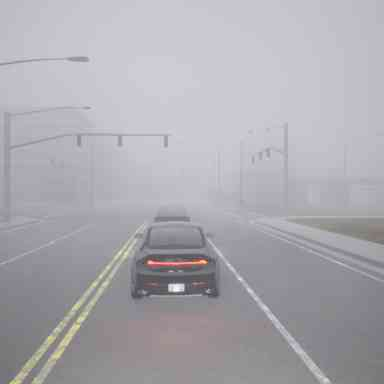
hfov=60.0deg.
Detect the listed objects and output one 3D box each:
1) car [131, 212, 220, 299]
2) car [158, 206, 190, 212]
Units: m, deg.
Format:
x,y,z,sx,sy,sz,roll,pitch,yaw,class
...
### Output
x,y,z,sx,sy,sz,roll,pitch,yaw,class
-0.442,1.505,8.503,1.837,1.490,4.892,0,0,-4,car
-1.079,1.477,17.976,1.882,1.535,5.008,0,0,-4,car
